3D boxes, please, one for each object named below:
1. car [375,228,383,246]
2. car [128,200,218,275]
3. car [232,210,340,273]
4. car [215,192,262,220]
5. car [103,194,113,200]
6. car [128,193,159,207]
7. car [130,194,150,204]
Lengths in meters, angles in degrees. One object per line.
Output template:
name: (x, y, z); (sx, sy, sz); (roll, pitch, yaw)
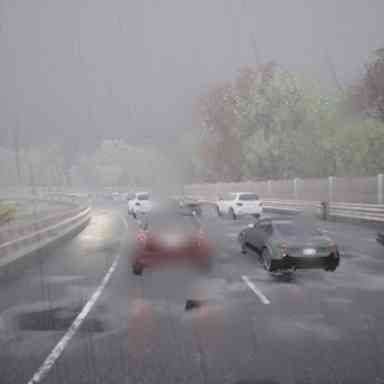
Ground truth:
car: (7.978, 1.458, 10.067); (2.033, 1.411, 5.357); (0, 0, -5)
car: (-0.696, 1.289, 10.459); (2.097, 1.767, 4.553); (0, 0, -6)
car: (2.817, 1.488, 10.541); (1.994, 1.385, 4.181); (0, 0, -6)
car: (3.591, 1.045, 26.446); (2.150, 2.045, 5.566); (0, 0, -14)
car: (-19.883, 1.104, 78.888); (2.128, 1.511, 4.902); (0, 0, -18)
car: (-4.089, 1.061, 28.006); (2.150, 2.045, 5.566); (0, 0, -16)
car: (-8.966, 1.184, 56.958); (1.837, 1.490, 4.892); (0, 1, -28)
